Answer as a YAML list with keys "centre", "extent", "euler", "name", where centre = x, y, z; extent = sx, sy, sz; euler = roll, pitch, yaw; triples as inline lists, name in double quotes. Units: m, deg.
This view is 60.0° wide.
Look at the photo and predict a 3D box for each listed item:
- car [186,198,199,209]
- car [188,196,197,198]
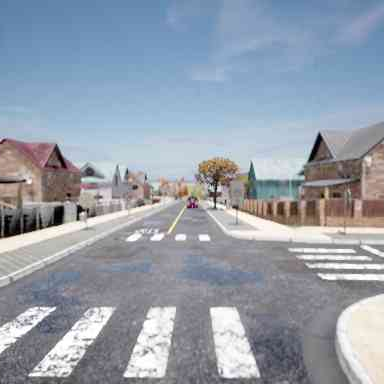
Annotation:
- centre: [0.077, 2.068, 54.981]
  extent: [1.895, 1.301, 4.718]
  euler: [0, -1, 0]
  name: "car"
- centre: [0.091, 1.813, 65.005]
  extent: [2.150, 2.045, 5.566]
  euler: [0, -1, 0]
  name: "car"
